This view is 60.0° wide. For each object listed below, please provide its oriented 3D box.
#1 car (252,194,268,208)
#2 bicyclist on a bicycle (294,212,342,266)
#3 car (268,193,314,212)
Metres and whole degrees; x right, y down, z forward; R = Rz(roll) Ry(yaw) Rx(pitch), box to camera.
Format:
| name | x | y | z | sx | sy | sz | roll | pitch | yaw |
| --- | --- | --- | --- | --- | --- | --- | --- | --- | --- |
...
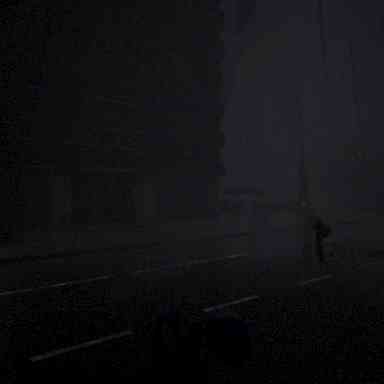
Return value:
| name | x | y | z | sx | sy | sz | roll | pitch | yaw |
| --- | --- | --- | --- | --- | --- | --- | --- | --- | --- |
| car | 10.458 | 1.165 | 43.415 | 2.150 | 2.045 | 5.566 | 0 | 0 | -39 |
| bicyclist on a bicycle | 3.890 | 1.455 | 10.435 | 0.582 | 1.620 | 1.656 | 0 | -2 | -37 |
| car | 11.133 | 1.297 | 36.781 | 2.097 | 1.767 | 4.553 | 0 | 0 | -38 |
